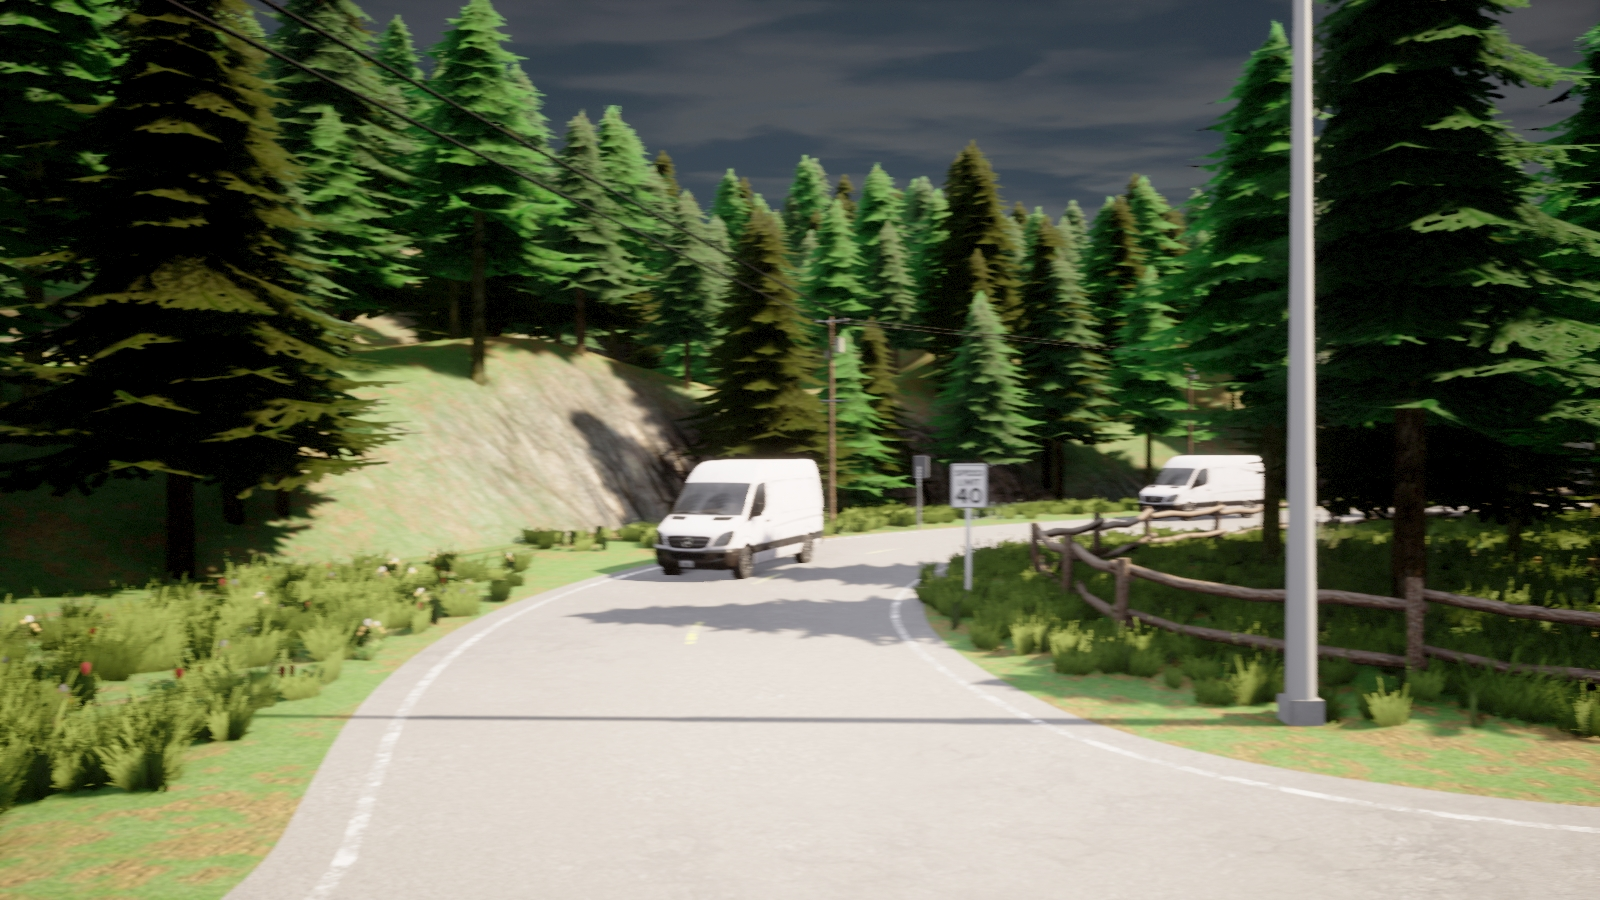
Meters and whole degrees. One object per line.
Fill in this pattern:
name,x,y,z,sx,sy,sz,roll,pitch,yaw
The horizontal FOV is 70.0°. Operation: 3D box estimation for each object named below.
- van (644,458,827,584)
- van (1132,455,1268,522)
van,-1.313,1.487,26.779,1.988,2.561,5.915,0,0,21
van,16.178,1.473,46.078,5.915,2.561,1.988,0,0,-33
